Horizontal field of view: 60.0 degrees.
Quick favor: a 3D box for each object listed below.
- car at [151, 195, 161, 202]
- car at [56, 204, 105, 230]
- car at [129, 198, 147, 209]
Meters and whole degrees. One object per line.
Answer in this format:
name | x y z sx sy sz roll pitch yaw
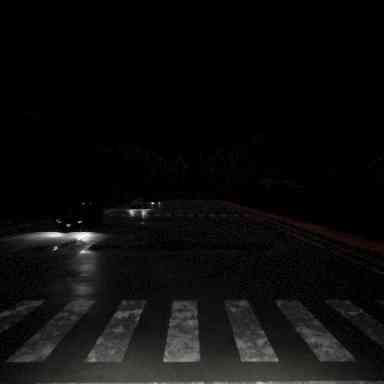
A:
car | -7.666 1.472 71.581 1.837 1.490 4.892 0 0 -1
car | -6.874 1.577 20.941 1.837 1.490 4.892 0 1 0
car | -7.155 1.520 44.931 1.812 1.442 4.674 0 0 -1
